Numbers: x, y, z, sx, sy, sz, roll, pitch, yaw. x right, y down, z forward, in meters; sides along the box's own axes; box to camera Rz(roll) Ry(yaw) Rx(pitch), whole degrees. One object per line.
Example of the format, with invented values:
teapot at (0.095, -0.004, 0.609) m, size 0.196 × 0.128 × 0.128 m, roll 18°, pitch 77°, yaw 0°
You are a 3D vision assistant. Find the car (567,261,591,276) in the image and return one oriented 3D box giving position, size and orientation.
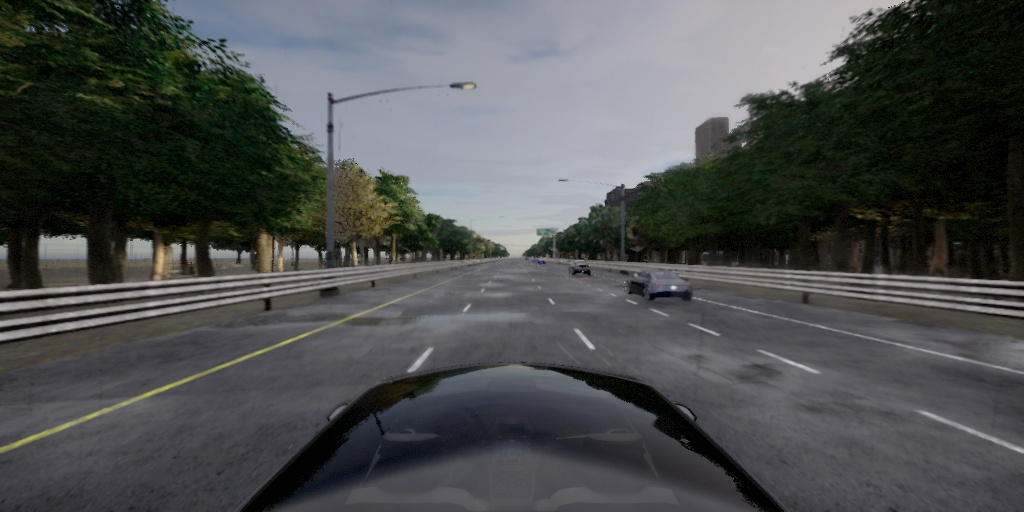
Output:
car at (7.074, 1.317, 38.157) m, size 1.837 × 1.490 × 4.892 m, roll 0°, pitch 0°, yaw 0°

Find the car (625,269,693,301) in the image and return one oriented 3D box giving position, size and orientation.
car at (7.015, 1.340, 17.558) m, size 1.994 × 1.385 × 4.181 m, roll 0°, pitch 0°, yaw 0°
